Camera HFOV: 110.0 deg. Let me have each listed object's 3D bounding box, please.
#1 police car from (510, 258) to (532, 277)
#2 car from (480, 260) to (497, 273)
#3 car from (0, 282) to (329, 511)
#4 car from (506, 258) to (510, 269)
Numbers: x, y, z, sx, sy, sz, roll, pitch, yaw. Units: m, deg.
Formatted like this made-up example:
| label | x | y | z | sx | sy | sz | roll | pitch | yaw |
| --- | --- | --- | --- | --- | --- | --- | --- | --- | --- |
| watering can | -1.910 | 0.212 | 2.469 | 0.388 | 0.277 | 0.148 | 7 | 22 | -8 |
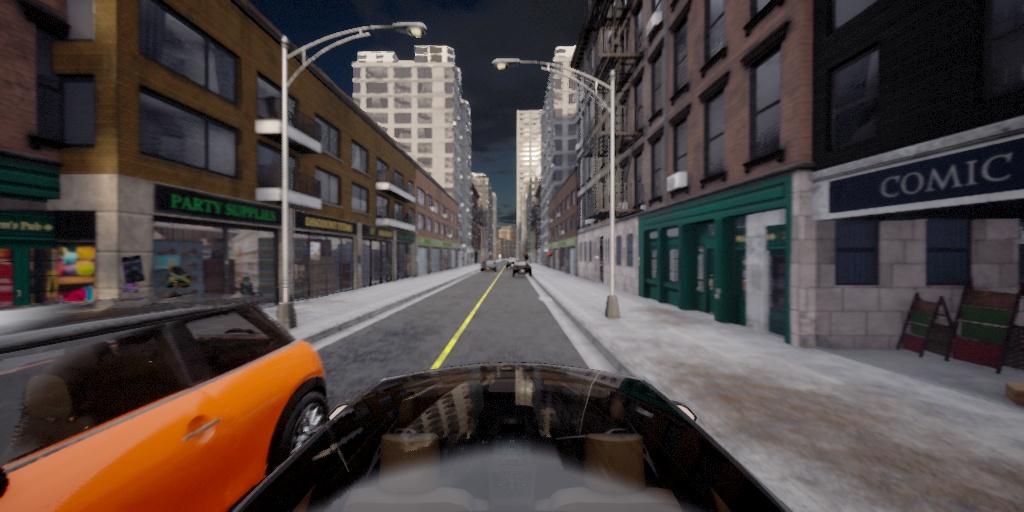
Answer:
| label | x | y | z | sx | sy | sz | roll | pitch | yaw |
| --- | --- | --- | --- | --- | --- | --- | --- | --- | --- |
| police car | 0.976 | 1.178 | 35.618 | 1.930 | 1.638 | 5.238 | 0 | 0 | 0 |
| car | -2.814 | 1.236 | 44.380 | 1.882 | 1.535 | 5.008 | 0 | 0 | 0 |
| car | -2.851 | 1.102 | 1.619 | 2.097 | 1.767 | 4.553 | 0 | 0 | 0 |
| car | 0.023 | 1.247 | 54.940 | 1.882 | 1.535 | 5.008 | 0 | 0 | 0 |
